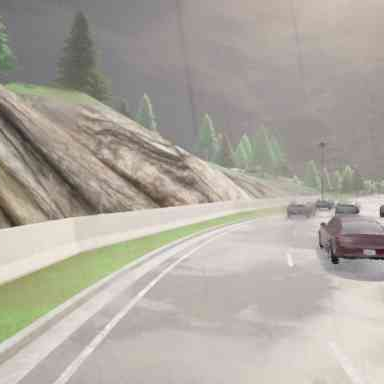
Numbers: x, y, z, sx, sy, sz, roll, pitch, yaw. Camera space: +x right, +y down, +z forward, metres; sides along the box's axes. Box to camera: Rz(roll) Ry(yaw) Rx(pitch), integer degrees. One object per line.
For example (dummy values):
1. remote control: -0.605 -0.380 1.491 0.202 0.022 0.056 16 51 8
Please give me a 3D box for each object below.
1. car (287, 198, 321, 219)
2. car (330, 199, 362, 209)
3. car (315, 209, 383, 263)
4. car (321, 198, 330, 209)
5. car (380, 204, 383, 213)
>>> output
1. car: 9.676 1.477 29.269 2.128 1.511 4.902 0 0 28
2. car: 14.057 1.476 29.925 2.128 1.511 4.902 0 0 29
3. car: 5.557 1.520 11.508 1.812 1.442 4.674 0 0 15
4. car: 16.616 1.471 41.737 2.128 1.511 4.902 0 0 29
5. car: 18.190 1.548 30.168 1.994 1.385 4.181 0 0 29
